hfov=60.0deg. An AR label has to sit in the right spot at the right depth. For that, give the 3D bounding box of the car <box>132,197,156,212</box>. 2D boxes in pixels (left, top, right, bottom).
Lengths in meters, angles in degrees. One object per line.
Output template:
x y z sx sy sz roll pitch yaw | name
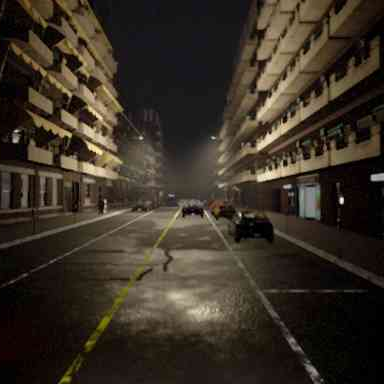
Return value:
-5.687 1.538 38.178 1.947 1.339 4.313 1 0 0 | car

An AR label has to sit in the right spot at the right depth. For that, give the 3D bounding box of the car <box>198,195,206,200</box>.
2.662 1.483 88.281 1.887 1.381 4.507 1 0 0 | car

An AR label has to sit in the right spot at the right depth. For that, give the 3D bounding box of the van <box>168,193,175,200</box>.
-5.696 1.276 93.890 1.690 1.788 3.998 1 0 0 | van

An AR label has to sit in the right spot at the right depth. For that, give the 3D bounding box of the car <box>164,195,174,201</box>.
-5.696 1.508 82.747 1.947 1.339 4.313 1 0 0 | car

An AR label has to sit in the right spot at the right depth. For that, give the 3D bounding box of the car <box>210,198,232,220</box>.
2.695 1.505 27.168 1.752 1.417 4.829 1 0 0 | car

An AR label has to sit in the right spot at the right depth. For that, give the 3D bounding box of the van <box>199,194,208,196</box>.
2.692 1.290 71.567 1.690 1.788 3.998 1 0 0 | van

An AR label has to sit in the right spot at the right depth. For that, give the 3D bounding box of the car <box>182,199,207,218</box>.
0.081 1.579 30.012 1.895 1.301 4.718 0 0 0 | car

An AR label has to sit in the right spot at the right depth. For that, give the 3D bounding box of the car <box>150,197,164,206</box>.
-5.691 1.543 54.892 1.802 1.307 4.206 1 0 0 | car

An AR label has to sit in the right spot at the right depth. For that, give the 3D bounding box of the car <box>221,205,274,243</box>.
2.697 1.539 15.855 2.008 1.369 4.403 1 0 0 | car

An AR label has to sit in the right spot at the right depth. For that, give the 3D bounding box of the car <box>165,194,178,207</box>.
-3.091 1.441 50.739 1.882 1.535 5.008 0 0 0 | car

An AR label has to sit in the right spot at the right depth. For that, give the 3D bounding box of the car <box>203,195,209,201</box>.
2.690 1.546 49.283 1.802 1.307 4.206 1 0 0 | car

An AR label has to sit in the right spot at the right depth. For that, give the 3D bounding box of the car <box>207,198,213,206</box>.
2.694 1.558 32.569 1.802 1.307 4.206 1 0 0 | car

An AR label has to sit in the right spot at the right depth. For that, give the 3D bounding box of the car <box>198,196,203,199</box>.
0.006 1.518 41.044 2.033 1.411 5.357 0 0 0 | car

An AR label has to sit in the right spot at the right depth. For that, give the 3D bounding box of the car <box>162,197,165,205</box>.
-5.686 1.280 49.321 2.192 1.841 5.009 1 0 0 | car

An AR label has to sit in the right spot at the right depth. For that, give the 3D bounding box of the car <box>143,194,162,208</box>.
-5.684 1.284 43.749 2.192 1.841 5.009 1 0 0 | car

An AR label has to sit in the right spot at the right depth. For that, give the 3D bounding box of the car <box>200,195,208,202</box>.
2.693 1.471 77.308 1.752 1.417 4.829 1 0 0 | car
